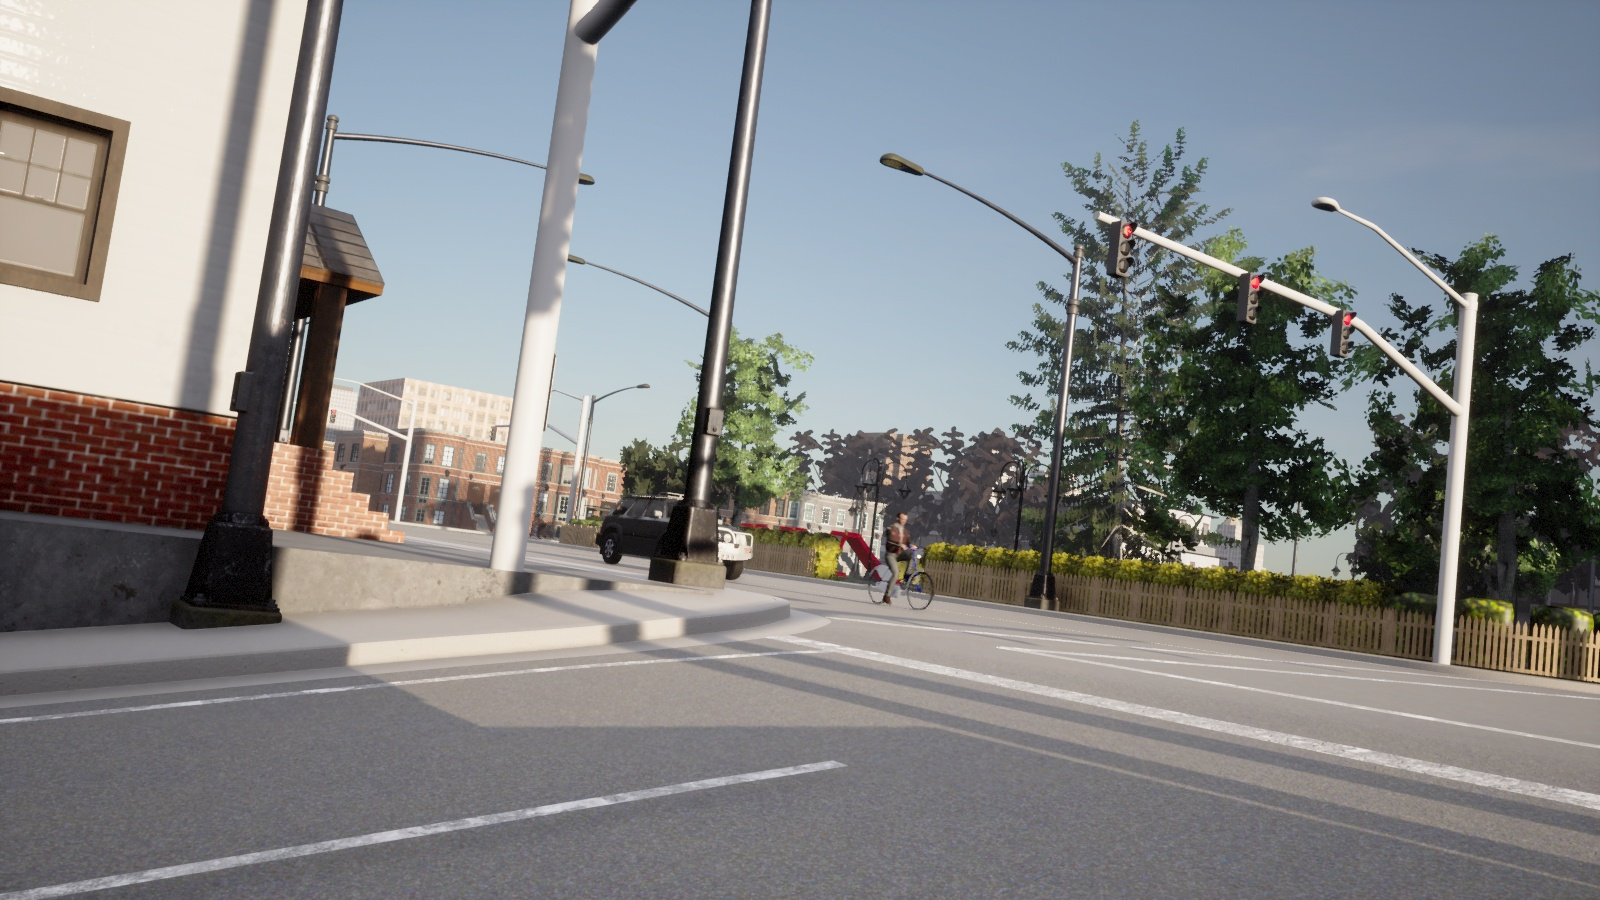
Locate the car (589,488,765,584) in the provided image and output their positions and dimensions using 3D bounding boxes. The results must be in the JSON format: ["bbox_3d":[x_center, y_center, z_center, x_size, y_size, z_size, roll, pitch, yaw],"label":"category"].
[{"bbox_3d":[-3.024,2.003,29.972,1.932,1.855,4.605,10,-6,-35],"label":"car"}]

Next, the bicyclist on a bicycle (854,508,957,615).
[{"bbox_3d":[1.918,2.012,23.002,0.659,1.776,1.843,10,-6,-35],"label":"bicyclist on a bicycle"}]
